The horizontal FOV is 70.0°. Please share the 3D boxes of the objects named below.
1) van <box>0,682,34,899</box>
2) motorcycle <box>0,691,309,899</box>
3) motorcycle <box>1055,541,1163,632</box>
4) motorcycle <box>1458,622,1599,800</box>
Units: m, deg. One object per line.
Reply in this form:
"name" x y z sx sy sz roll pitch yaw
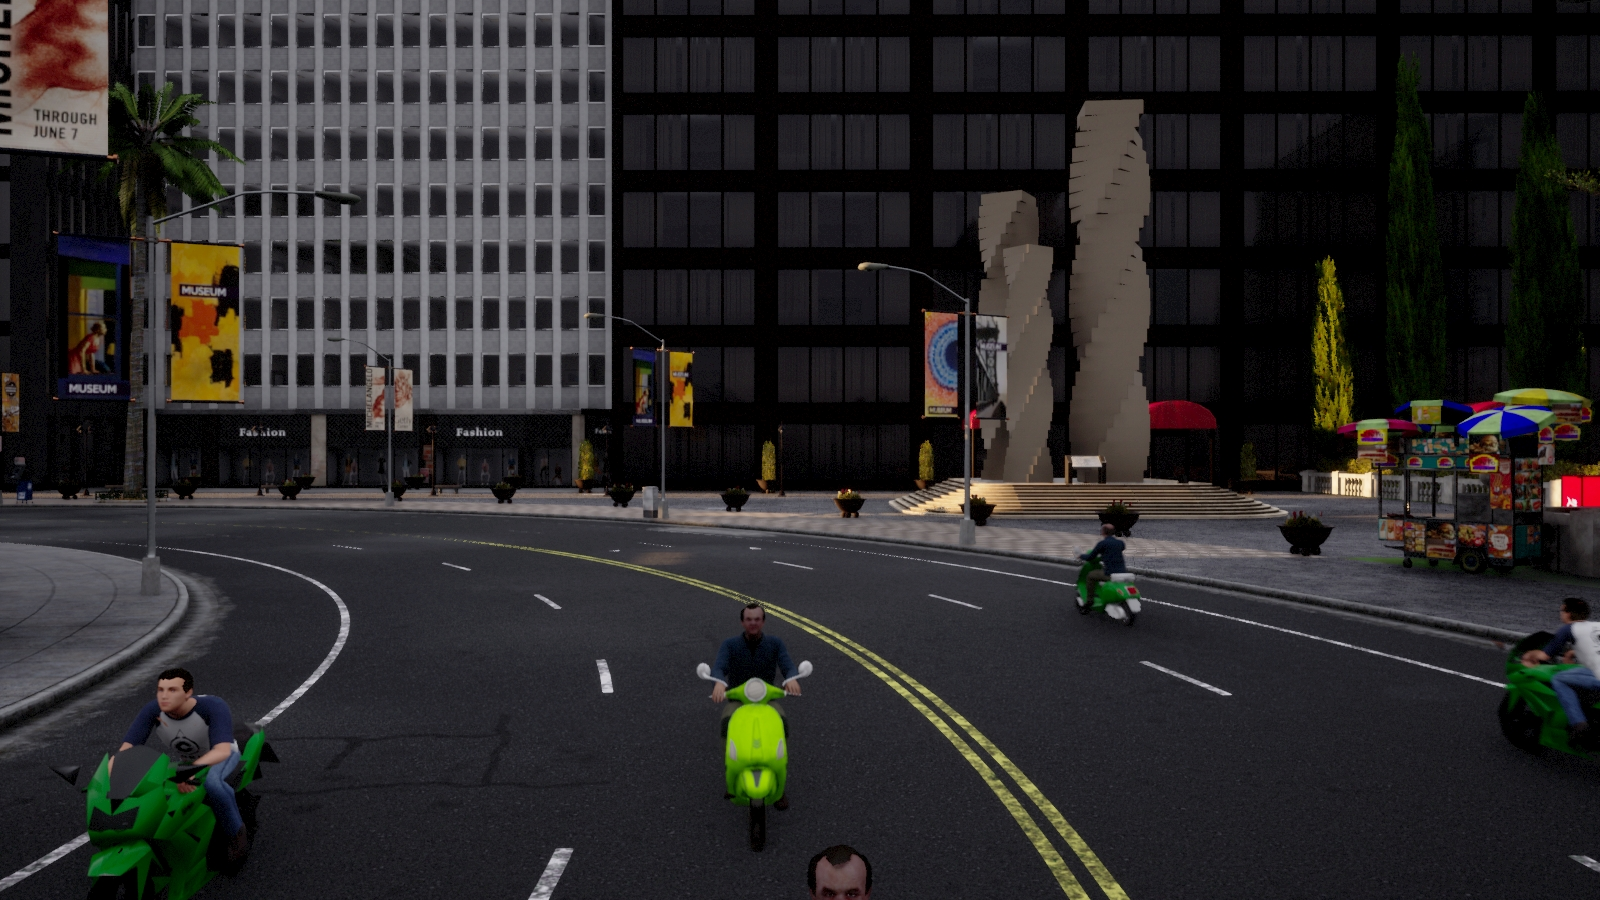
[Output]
"van" -3.531 1.783 1.506 2.069 2.038 4.480 0 0 -1
"motorcycle" -3.697 2.214 6.783 0.803 1.145 2.033 0 0 -4
"motorcycle" 4.993 2.182 18.589 0.856 1.236 1.805 -1 0 -17
"motorcycle" 6.715 2.213 9.820 0.803 1.145 2.033 0 0 -5
